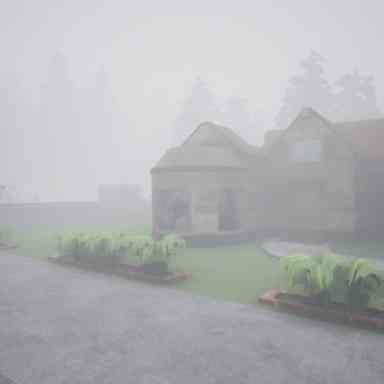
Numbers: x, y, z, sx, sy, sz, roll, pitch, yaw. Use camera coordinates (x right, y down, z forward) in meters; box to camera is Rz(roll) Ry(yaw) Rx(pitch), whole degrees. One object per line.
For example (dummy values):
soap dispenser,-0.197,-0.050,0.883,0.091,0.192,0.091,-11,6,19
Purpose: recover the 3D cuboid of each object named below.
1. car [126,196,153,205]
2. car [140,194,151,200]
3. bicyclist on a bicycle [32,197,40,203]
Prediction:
car,-9.431,1.560,60.338,1.837,1.490,4.892,0,0,36
car,-9.061,1.257,53.969,2.150,2.045,5.566,0,0,36
bicyclist on a bicycle,-16.731,1.347,35.818,1.656,1.620,0.582,0,0,36
